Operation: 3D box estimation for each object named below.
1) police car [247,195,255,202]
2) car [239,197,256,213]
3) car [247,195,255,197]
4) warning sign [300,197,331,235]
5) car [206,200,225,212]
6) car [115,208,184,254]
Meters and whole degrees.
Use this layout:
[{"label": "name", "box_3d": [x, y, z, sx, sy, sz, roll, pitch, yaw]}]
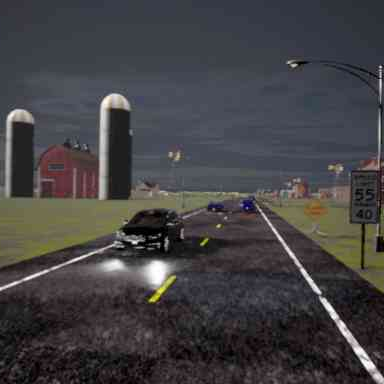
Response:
[{"label": "police car", "box_3d": [15.463, 1.732, 86.711, 1.930, 1.638, 5.238, 1, 0, 10]}, {"label": "car", "box_3d": [6.503, 1.611, 39.129, 1.812, 1.442, 4.674, 1, 0, 10]}, {"label": "car", "box_3d": [8.387, 1.616, 50.301, 2.128, 1.511, 4.902, 1, 0, 9]}, {"label": "warning sign", "box_3d": [6.327, 1.211, 17.146, 1.300, 1.860, 1.060, 1, 0, 10]}, {"label": "car", "box_3d": [2.803, 1.618, 38.905, 1.895, 1.301, 4.718, 1, 0, 10]}, {"label": "car", "box_3d": [-1.534, 1.459, 13.582, 1.837, 1.490, 4.892, 1, 0, 10]}]
